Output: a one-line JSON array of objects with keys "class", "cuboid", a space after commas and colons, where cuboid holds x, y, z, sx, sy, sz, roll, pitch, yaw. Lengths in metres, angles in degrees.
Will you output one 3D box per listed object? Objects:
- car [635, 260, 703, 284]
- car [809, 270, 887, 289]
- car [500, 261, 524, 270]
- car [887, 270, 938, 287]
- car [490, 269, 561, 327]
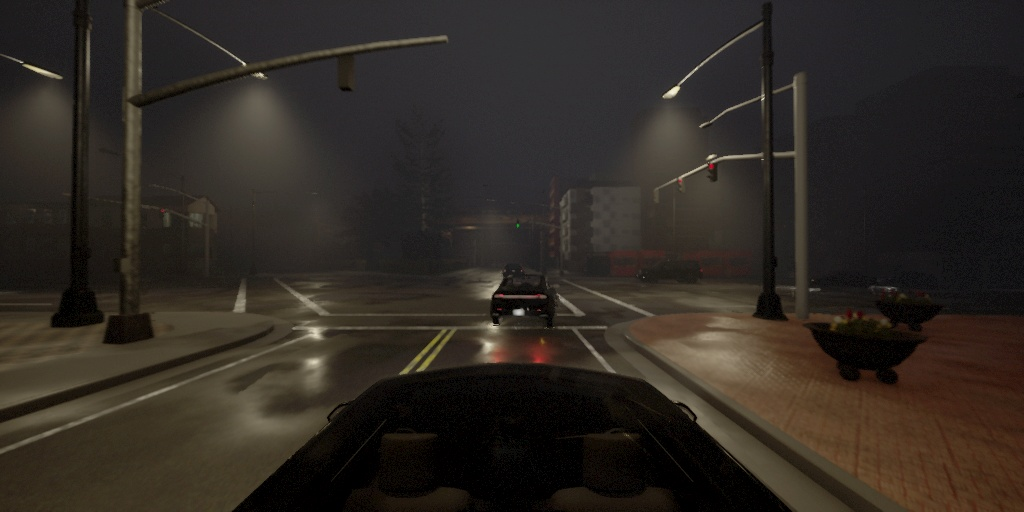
[{"class": "car", "cuboid": [13.808, 1.382, 31.624, 5.566, 2.045, 2.150, 0, -1, 0]}, {"class": "car", "cuboid": [25.575, 1.826, 28.209, 5.357, 1.411, 2.033, 1, -1, 0]}, {"class": "car", "cuboid": [0.116, 1.465, 36.231, 2.097, 1.767, 4.553, 0, 0, 0]}, {"class": "car", "cuboid": [34.774, 1.977, 31.758, 4.674, 1.442, 1.812, 1, -1, 0]}, {"class": "car", "cuboid": [0.560, 1.359, 12.095, 2.128, 1.511, 4.902, 0, -1, 9]}]
